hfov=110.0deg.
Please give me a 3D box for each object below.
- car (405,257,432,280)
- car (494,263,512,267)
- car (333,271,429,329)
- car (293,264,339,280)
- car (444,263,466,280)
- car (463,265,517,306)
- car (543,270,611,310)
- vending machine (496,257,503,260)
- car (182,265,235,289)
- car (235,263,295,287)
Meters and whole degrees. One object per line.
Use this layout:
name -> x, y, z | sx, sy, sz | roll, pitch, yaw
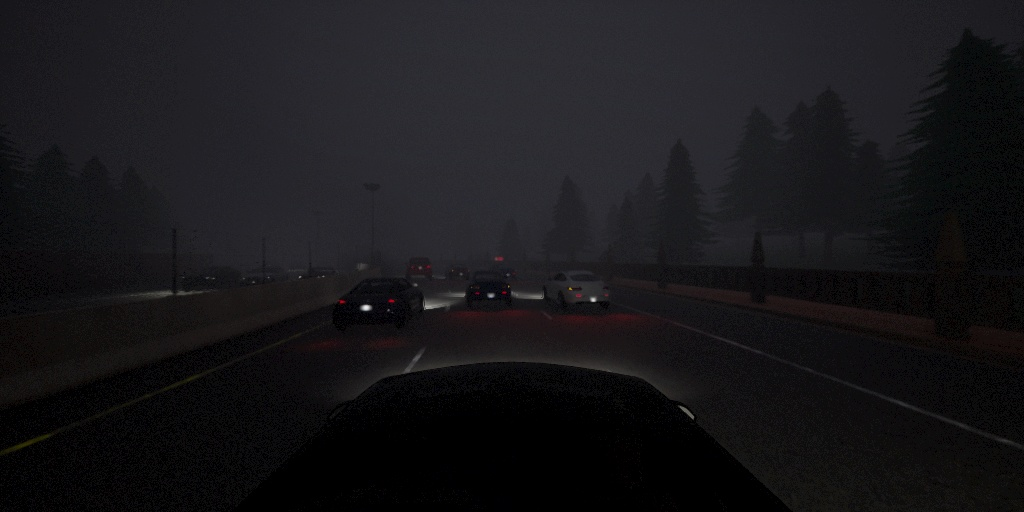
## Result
car -> -8.675, 1.118, 33.279 | 2.150, 2.045, 5.566 | 0, 0, -18
car -> -0.933, 1.375, 31.695 | 1.812, 1.442, 4.674 | 0, 0, -16
car -> -4.092, 1.367, 11.601 | 1.994, 1.385, 4.181 | 0, 0, -5
car -> -14.073, 1.504, 26.286 | 1.895, 1.301, 4.718 | 0, 0, -15
car -> -5.076, 1.403, 33.329 | 1.812, 1.442, 4.674 | 0, 0, -17
car -> -1.117, 1.327, 15.957 | 1.812, 1.442, 4.674 | 0, 0, -8
car -> 2.562, 1.303, 14.869 | 1.812, 1.442, 4.674 | 0, 0, -7
vending machine -> -1.960, 1.126, 55.537 | 1.100, 2.100, 0.880 | 0, 0, -28
car -> -21.136, 1.417, 25.493 | 1.882, 1.535, 5.008 | 0, 0, -16
car -> -17.611, 1.447, 25.825 | 1.812, 1.442, 4.674 | 0, 0, -16
